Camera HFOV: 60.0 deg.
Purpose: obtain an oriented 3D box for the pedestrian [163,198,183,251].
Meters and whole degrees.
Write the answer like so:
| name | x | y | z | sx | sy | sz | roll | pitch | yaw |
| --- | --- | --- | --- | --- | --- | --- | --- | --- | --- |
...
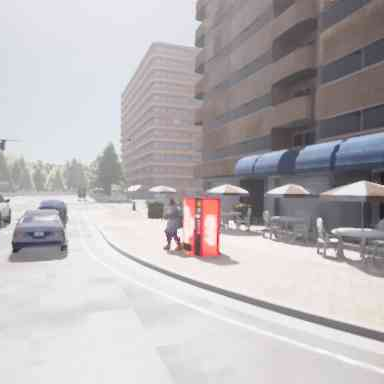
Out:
| name | x | y | z | sx | sy | sz | roll | pitch | yaw |
| --- | --- | --- | --- | --- | --- | --- | --- | --- | --- |
| pedestrian | -0.663 | 1.099 | 11.492 | 0.375 | 1.860 | 0.375 | 1 | 0 | -31 |

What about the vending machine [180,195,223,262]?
| name | x | y | z | sx | sy | sz | roll | pitch | yaw |
| --- | --- | --- | --- | --- | --- | --- | --- | --- | --- |
| vending machine | 0.306 | 1.169 | 11.214 | 1.100 | 2.100 | 0.880 | 1 | 0 | -33 |

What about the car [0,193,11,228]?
| name | x | y | z | sx | sy | sz | roll | pitch | yaw |
| --- | --- | --- | --- | --- | --- | --- | --- | --- | --- |
| car | -11.932 | 0.982 | 19.096 | 2.150 | 2.045 | 5.566 | 1 | 0 | -21 |

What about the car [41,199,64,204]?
| name | x | y | z | sx | sy | sz | roll | pitch | yaw |
| --- | --- | --- | --- | --- | --- | --- | --- | --- | --- |
| car | -9.991 | 1.253 | 23.882 | 1.882 | 1.535 | 5.008 | 1 | 0 | -21 |

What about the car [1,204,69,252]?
| name | x | y | z | sx | sy | sz | roll | pitch | yaw |
| --- | --- | --- | --- | --- | --- | --- | --- | --- | --- |
| car | -6.009 | 1.417 | 13.350 | 2.033 | 1.411 | 5.357 | 1 | 0 | -22 |
